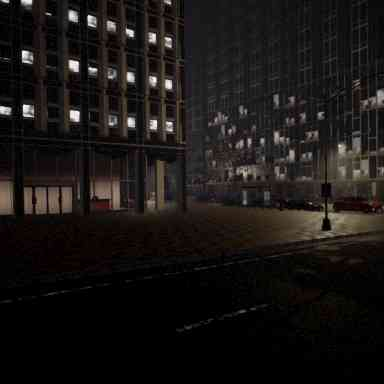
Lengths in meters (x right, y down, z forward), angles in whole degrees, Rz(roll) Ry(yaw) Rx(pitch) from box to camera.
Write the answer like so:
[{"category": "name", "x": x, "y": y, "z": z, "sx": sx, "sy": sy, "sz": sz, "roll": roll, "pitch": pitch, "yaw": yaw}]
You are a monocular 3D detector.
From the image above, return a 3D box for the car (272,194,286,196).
[{"category": "car", "x": 11.310, "y": 1.118, "z": 42.243, "sx": 2.097, "sy": 1.767, "sz": 4.553, "roll": -1, "pitch": 1, "yaw": -34}]

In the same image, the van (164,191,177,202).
[{"category": "van", "x": -3.832, "y": 0.937, "z": 59.734, "sx": 1.690, "sy": 1.788, "sz": 3.998, "roll": 0, "pitch": 1, "yaw": -34}]

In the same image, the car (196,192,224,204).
[{"category": "car", "x": 2.595, "y": 1.129, "z": 54.974, "sx": 1.837, "sy": 1.490, "sz": 4.892, "roll": -1, "pitch": 1, "yaw": -34}]

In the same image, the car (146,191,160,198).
[{"category": "car", "x": -9.793, "y": 0.686, "z": 83.219, "sx": 1.967, "sy": 1.590, "sz": 4.097, "roll": 0, "pitch": 1, "yaw": -34}]

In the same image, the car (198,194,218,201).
[{"category": "car", "x": 3.077, "y": 1.043, "z": 64.479, "sx": 1.802, "sy": 1.307, "sz": 4.206, "roll": 0, "pitch": 1, "yaw": -34}]

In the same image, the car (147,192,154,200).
[{"category": "car", "x": -10.267, "y": 1.040, "z": 69.107, "sx": 2.008, "sy": 1.369, "sz": 4.403, "roll": 0, "pitch": 1, "yaw": -34}]

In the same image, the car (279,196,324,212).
[{"category": "car", "x": 12.147, "y": 1.424, "z": 36.237, "sx": 1.947, "sy": 1.339, "sz": 4.313, "roll": 0, "pitch": 1, "yaw": -34}]

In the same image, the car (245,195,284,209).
[{"category": "car", "x": 8.944, "y": 1.388, "z": 40.935, "sx": 1.802, "sy": 1.307, "sz": 4.206, "roll": 0, "pitch": 1, "yaw": -34}]

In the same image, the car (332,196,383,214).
[{"category": "car", "x": 16.907, "y": 1.207, "z": 34.091, "sx": 2.097, "sy": 1.767, "sz": 4.553, "roll": -1, "pitch": 1, "yaw": -35}]

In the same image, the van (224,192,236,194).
[{"category": "van", "x": 6.293, "y": 0.855, "z": 59.791, "sx": 1.690, "sy": 1.788, "sz": 3.998, "roll": 0, "pitch": 1, "yaw": -34}]

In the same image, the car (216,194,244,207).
[{"category": "car", "x": 5.775, "y": 1.319, "z": 45.652, "sx": 1.947, "sy": 1.339, "sz": 4.313, "roll": 0, "pitch": 1, "yaw": -34}]

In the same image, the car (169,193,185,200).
[{"category": "car", "x": -3.358, "y": 0.936, "z": 73.850, "sx": 1.802, "sy": 1.307, "sz": 4.206, "roll": 0, "pitch": 1, "yaw": -34}]
